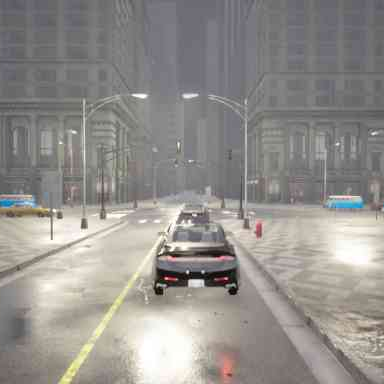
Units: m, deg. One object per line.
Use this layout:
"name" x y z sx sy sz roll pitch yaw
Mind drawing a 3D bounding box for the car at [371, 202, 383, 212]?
"car" 23.219 1.580 38.688 4.507 1.381 1.887 0 1 0

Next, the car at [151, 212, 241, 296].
"car" 0.084 1.493 8.657 2.128 1.511 4.902 0 0 0

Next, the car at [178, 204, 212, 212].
"car" 0.185 1.515 21.016 1.837 1.490 4.892 0 0 3

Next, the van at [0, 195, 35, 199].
"van" -20.289 1.233 38.440 3.998 1.788 1.690 0 1 0

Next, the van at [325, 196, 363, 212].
"van" 17.695 1.356 38.656 3.998 1.788 1.690 0 1 0

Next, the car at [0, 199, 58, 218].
"car" -14.677 1.572 29.942 4.829 1.417 1.752 0 1 0
